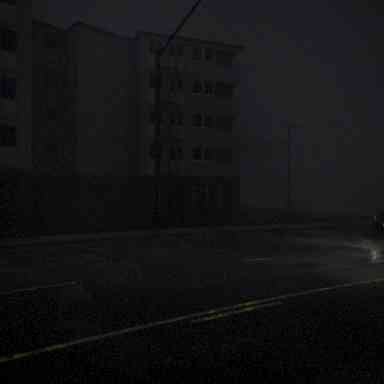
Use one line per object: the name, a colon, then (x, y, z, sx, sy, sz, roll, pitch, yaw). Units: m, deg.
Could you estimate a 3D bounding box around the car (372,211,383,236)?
car: (11.722, 1.223, 16.513, 5.566, 2.045, 2.150, 0, 0, -19)
